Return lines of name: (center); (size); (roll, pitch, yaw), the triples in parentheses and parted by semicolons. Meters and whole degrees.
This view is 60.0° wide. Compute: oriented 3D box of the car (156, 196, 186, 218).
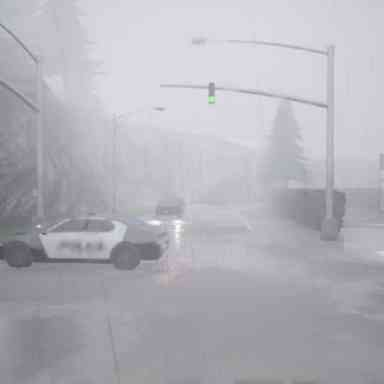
car: (-1.617, 1.085, 26.095); (1.882, 1.535, 5.008); (0, 1, 4)

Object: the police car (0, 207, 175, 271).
police car: (-3.201, 1.358, 9.903); (4.974, 1.542, 2.038); (0, 1, 5)

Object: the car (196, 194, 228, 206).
car: (2.526, 0.940, 41.487); (4.181, 1.385, 1.994); (-1, 1, -39)
